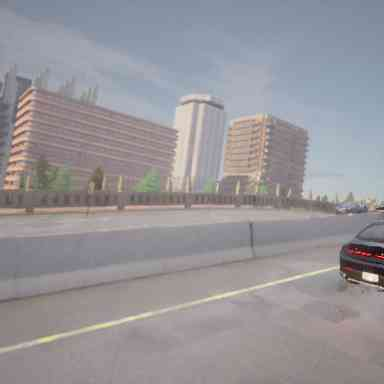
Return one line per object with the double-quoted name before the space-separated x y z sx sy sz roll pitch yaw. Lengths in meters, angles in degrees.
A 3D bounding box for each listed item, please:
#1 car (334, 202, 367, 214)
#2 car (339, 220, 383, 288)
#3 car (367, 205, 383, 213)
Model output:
"car" 16.606 1.724 34.352 4.674 1.442 1.812 6 -2 -37
"car" 5.446 1.437 8.022 4.892 1.490 1.837 0 2 -37
"car" 19.398 1.877 32.077 4.902 1.511 2.128 6 -2 -37
